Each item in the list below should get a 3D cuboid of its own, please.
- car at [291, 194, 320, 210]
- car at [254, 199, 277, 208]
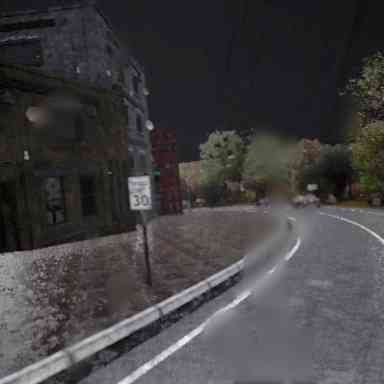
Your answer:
[{"bbox_3d":[13.595,1.119,40.325,2.097,1.767,4.553,-5,-1,-4],"label":"car"},{"bbox_3d":[11.642,1.787,53.188,1.895,1.301,4.718,-6,-1,-16],"label":"car"}]
